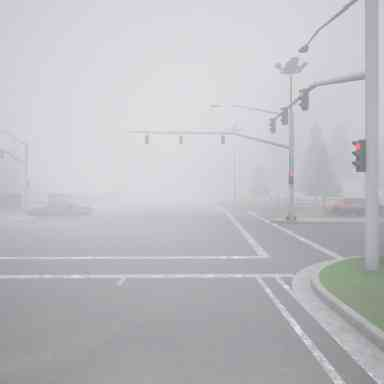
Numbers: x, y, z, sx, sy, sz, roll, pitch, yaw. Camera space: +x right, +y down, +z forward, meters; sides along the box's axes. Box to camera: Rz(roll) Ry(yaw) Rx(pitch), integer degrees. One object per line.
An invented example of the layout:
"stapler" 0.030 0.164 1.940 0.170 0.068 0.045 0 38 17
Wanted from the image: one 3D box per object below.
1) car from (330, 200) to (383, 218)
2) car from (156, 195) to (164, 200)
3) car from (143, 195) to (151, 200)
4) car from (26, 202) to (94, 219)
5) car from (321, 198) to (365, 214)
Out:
"car" 15.119 1.601 29.238 4.718 1.301 1.895 0 0 -1
"car" -8.938 1.540 91.550 2.033 1.411 5.357 0 0 0
"car" -12.438 1.524 91.544 1.812 1.442 4.674 0 0 0
"car" -11.373 1.547 28.843 5.357 1.411 2.033 0 0 -1
"car" 15.204 1.352 32.739 4.553 1.767 2.097 0 0 -1
